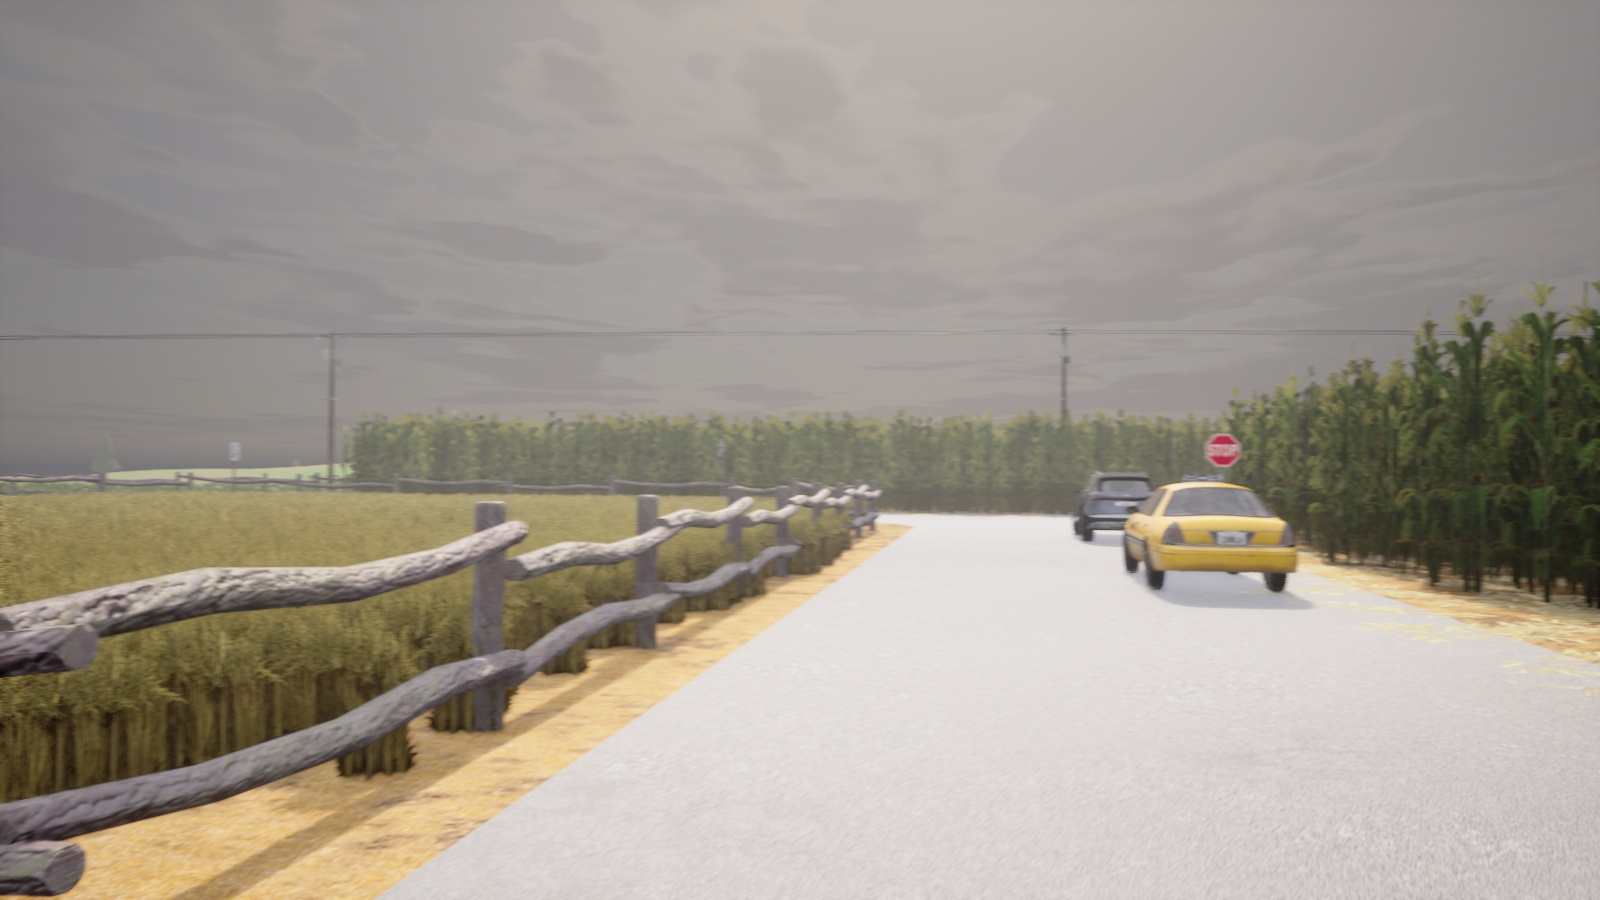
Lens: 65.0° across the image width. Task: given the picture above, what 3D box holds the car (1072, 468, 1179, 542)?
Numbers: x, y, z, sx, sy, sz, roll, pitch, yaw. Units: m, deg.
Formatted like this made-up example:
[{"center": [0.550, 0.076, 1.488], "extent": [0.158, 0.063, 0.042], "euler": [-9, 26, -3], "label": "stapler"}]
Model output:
[{"center": [7.797, 1.270, 30.499], "extent": [2.033, 1.649, 4.856], "euler": [0, -1, 9], "label": "car"}]

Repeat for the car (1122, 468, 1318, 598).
[{"center": [5.837, 1.065, 18.103], "extent": [1.801, 1.575, 5.366], "euler": [0, -1, 9], "label": "car"}]
